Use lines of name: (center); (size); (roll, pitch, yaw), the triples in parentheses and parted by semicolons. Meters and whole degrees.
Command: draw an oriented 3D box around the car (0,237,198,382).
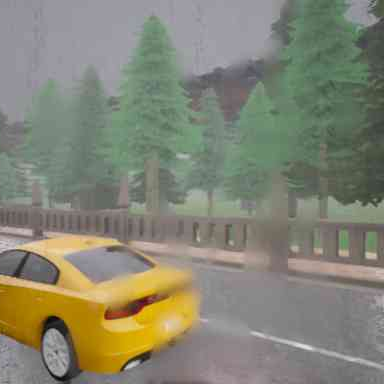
car: (-2.257, 1.510, 5.580); (5.008, 1.535, 1.882); (0, 0, 36)
